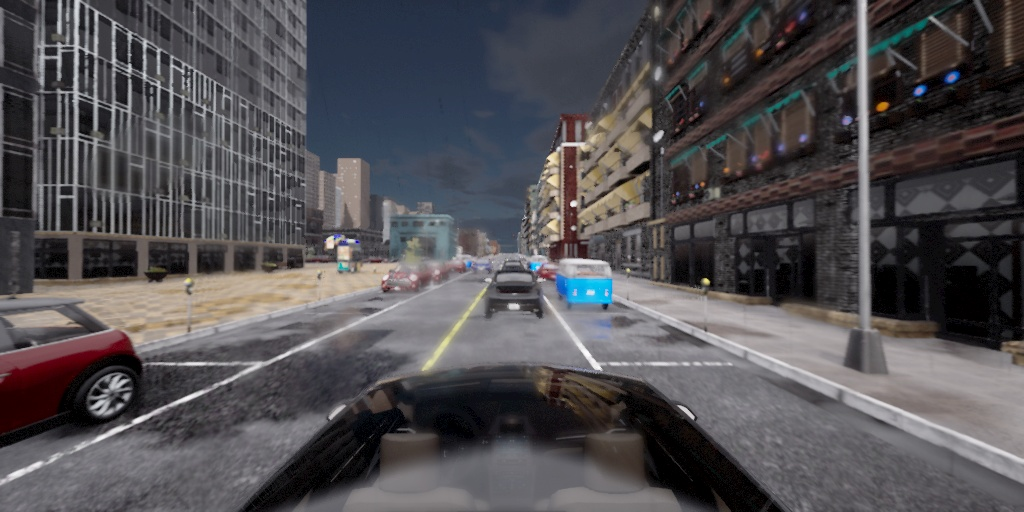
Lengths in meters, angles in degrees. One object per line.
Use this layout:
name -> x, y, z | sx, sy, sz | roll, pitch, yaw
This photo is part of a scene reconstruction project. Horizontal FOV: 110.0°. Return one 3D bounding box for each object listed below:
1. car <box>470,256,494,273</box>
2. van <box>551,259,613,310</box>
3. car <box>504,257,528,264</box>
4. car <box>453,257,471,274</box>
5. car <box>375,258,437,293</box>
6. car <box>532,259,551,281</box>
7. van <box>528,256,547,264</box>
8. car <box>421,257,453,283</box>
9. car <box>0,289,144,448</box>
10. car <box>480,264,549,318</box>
car -> -3.103, 1.043, 38.510 | 1.812, 1.442, 4.674 | 0, 0, 0
van -> 2.689, 1.017, 14.121 | 1.690, 1.789, 3.998 | 0, 0, 0
car -> 0.081, 1.092, 28.083 | 1.837, 1.490, 4.892 | 0, 0, 0
car -> -5.664, 1.075, 36.671 | 1.888, 1.381, 4.507 | 0, 0, 0
car -> -5.667, 1.081, 19.734 | 1.967, 1.591, 4.097 | 0, 0, 0
car -> 2.686, 1.150, 25.415 | 1.888, 1.381, 4.507 | 0, 0, 0
van -> 2.684, 0.871, 36.706 | 1.690, 1.789, 3.998 | 0, 0, 0
car -> -5.662, 1.045, 25.380 | 1.967, 1.591, 4.097 | 0, 0, 0
car -> -5.693, 1.183, 2.796 | 1.967, 1.591, 4.097 | 0, 0, 0
car -> 0.082, 1.190, 12.686 | 1.837, 1.490, 4.892 | 0, 0, 0
